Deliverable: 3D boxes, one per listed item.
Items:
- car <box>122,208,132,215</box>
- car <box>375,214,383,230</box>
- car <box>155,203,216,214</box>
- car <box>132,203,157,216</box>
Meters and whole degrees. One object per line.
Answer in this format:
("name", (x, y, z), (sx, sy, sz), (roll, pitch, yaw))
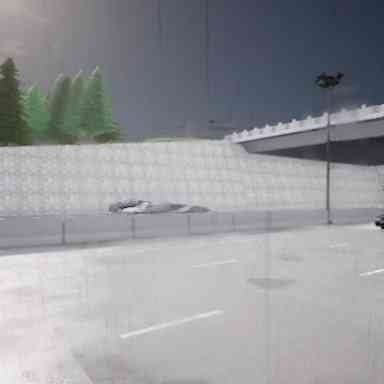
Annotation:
("car", (-4.219, 1.744, 30.954), (4.674, 1.442, 1.812), (1, -1, -35))
("car", (14.589, 1.881, 22.752), (5.357, 1.411, 2.033), (1, -1, -35))
("car", (-0.154, 1.753, 25.256), (4.674, 1.442, 1.812), (1, -1, -35))
("car", (-2.186, 1.692, 28.105), (4.892, 1.490, 1.837), (1, -1, -35))
